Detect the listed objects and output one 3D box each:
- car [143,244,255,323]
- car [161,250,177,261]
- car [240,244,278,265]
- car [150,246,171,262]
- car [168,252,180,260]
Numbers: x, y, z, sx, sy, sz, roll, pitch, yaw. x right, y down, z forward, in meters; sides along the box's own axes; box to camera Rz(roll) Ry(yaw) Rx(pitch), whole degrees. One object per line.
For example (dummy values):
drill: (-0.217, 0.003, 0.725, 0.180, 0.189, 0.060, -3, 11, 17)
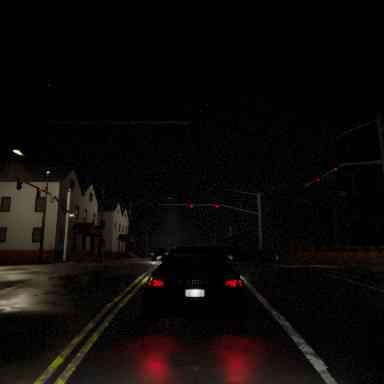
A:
car: (0.063, 1.984, 7.878, 1.994, 1.385, 4.181, 0, -7, 0)
car: (-3.650, 10.118, 53.002, 2.128, 1.511, 4.902, 0, -11, 0)
car: (3.915, 4.706, 25.080, 4.902, 1.511, 2.128, -5, -12, 26)
car: (-3.643, 7.317, 39.221, 2.097, 1.767, 4.553, 0, -11, 0)
car: (-3.585, 12.908, 67.459, 2.128, 1.511, 4.902, 0, -11, 0)
